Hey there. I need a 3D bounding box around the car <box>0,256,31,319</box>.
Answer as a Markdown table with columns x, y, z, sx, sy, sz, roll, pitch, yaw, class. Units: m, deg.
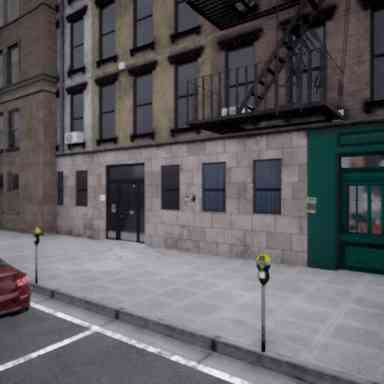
| x | y | z | sx | sy | sz | roll | pitch | yaw | class |
| --- | --- | --- | --- | --- | --- | --- | --- | --- | --- |
| -4.596 | 1.574 | 6.116 | 4.206 | 1.307 | 1.802 | 0 | 0 | 36 | car |
